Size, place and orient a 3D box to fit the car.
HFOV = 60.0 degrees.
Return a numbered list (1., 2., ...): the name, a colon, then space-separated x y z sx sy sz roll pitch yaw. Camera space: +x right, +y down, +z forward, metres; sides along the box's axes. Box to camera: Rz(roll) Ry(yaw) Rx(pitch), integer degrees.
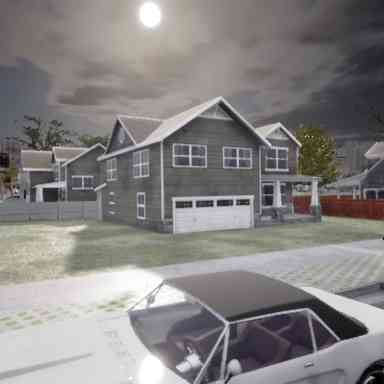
1. car: 0.101 1.606 3.325 4.718 1.301 1.895 0 0 -27
